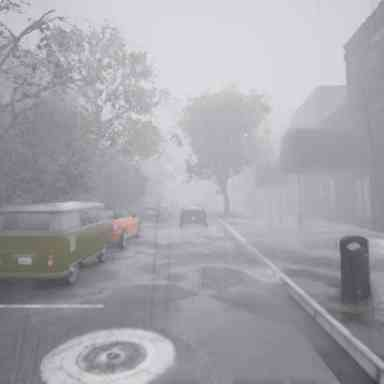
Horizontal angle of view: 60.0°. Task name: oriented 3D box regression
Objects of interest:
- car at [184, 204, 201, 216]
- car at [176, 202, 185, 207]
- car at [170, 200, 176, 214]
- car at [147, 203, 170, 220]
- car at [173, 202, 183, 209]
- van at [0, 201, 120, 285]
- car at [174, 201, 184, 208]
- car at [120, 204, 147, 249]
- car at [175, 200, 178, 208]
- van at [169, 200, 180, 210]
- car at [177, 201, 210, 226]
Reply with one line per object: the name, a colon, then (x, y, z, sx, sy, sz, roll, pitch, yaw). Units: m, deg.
car: (0.083, 2.233, 42.612, 2.033, 1.411, 5.357, 0, -2, 0)
car: (-3.198, 3.543, 93.483, 2.097, 1.535, 5.008, 0, -2, 2)
car: (-3.654, 2.173, 42.865, 2.097, 1.535, 5.008, 1, -2, 2)
car: (-3.648, 1.870, 31.760, 2.163, 1.488, 4.792, 1, -2, 2)
car: (-3.436, 3.273, 82.075, 2.231, 1.521, 4.892, 0, -1, 2)
van: (-3.653, 1.283, 9.604, 1.878, 1.987, 4.442, 0, 0, 2)
car: (-3.437, 3.281, 87.786, 2.185, 1.767, 4.553, -1, -1, 2)
car: (-3.661, 1.399, 15.026, 2.185, 1.767, 4.553, 0, 0, 2)
car: (-3.664, 2.340, 48.424, 2.097, 1.535, 5.008, 0, -1, 2)
van: (-3.655, 2.758, 70.832, 1.878, 1.987, 4.442, 1, -1, 2)
car: (0.092, 1.619, 24.363, 1.882, 1.535, 5.008, 0, -1, 0)
